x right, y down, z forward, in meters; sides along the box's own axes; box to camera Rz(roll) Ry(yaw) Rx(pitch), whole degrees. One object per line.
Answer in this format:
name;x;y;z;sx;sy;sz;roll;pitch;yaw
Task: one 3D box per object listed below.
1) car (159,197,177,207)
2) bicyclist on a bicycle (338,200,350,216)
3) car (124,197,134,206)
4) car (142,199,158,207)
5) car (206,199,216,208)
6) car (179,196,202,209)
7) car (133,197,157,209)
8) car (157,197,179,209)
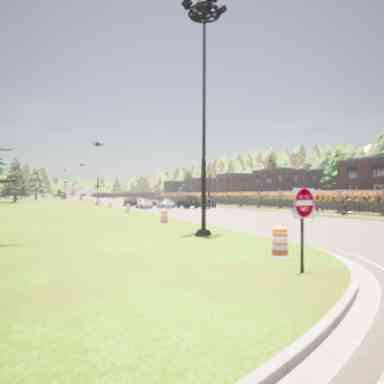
car;-4.671;1.802;63.572;2.097;1.767;4.553;0;0;-22
bicyclist on a bicycle;15.537;1.607;34.008;1.656;1.620;0.582;0;0;-22
car;-11.154;1.760;60.932;2.097;1.767;4.553;0;0;-22
car;-7.936;2.030;62.306;1.895;1.301;4.718;0;0;-22
car;2.369;1.909;55.698;2.128;1.511;4.902;0;0;-22
car;-0.671;1.615;53.885;2.150;2.045;5.566;0;0;-22
car;-7.353;1.880;51.734;1.812;1.442;4.674;0;0;-22
car;-4.115;1.901;53.061;1.812;1.442;4.674;0;0;-21
